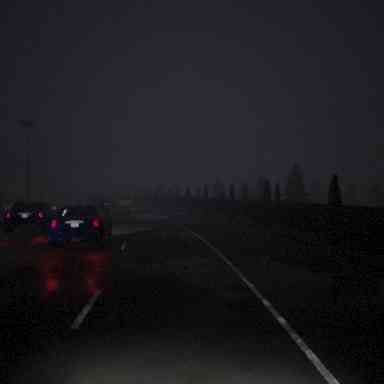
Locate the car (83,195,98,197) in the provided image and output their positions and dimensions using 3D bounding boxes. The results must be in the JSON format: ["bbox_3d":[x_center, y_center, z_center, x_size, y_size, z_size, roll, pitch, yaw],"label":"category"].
[{"bbox_3d":[-9.835,1.240,34.203,2.097,1.767,4.553,0,0,-19],"label":"car"}]

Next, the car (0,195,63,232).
[{"bbox_3d":[-9.287,1.291,19.707,2.097,1.767,4.553,0,0,-11],"label":"car"}]

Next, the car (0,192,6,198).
[{"bbox_3d":[-28.100,1.081,47.785,2.150,2.045,5.566,0,0,-31],"label":"car"}]

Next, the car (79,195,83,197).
[{"bbox_3d":[-20.139,1.326,61.618,1.812,1.442,4.674,0,0,-38],"label":"car"}]

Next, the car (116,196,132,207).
[{"bbox_3d":[-9.825,1.299,46.482,1.801,1.575,5.366,0,0,-26],"label":"car"}]

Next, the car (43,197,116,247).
[{"bbox_3d":[-4.853,1.303,15.014,2.097,1.767,4.553,0,0,-8],"label":"car"}]
